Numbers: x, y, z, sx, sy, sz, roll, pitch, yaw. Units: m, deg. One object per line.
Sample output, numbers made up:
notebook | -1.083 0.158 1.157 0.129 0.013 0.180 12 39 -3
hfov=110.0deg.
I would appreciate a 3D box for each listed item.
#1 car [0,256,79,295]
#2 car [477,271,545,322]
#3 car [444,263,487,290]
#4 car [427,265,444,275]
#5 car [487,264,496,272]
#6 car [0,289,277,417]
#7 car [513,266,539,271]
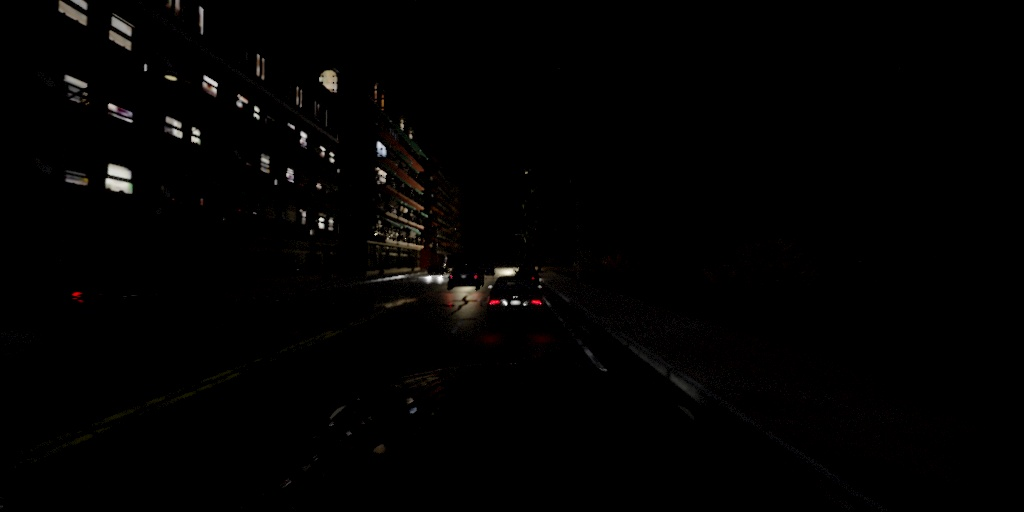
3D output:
car | -9.849 1.005 5.003 2.150 2.045 5.566 0 -1 0
car | 0.112 1.415 12.824 2.033 1.411 5.357 0 -1 0
car | -3.123 1.351 25.005 2.097 1.767 4.553 0 0 -1
car | -9.804 1.828 47.363 1.895 1.301 4.718 0 -1 0
car | -3.107 1.675 44.471 1.882 1.535 5.008 0 0 0
car | -6.596 1.345 6.269 2.033 1.411 5.357 0 -1 0
car | 1.165 1.547 29.394 1.837 1.490 4.892 0 -1 0
